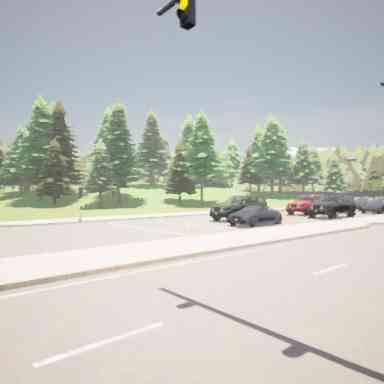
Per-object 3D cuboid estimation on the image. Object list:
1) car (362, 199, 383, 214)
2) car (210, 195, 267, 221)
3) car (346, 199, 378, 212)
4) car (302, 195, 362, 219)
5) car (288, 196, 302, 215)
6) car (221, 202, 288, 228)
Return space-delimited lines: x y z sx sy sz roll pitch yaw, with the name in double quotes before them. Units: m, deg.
"car" 20.084 1.594 35.989 4.674 1.442 1.812 0 0 -39
"car" 3.977 1.303 27.204 5.566 2.045 2.150 0 0 -40
"car" 21.216 1.609 41.455 4.674 1.442 1.812 0 0 -39
"car" 12.604 1.289 29.808 5.566 2.045 2.150 0 0 -39
"car" 11.928 1.304 33.780 5.566 2.045 2.150 0 0 -38
"car" 4.400 1.630 23.003 4.181 1.385 1.994 0 0 -40
